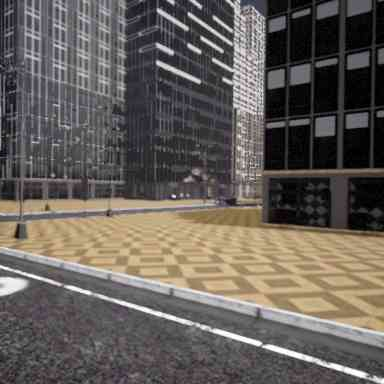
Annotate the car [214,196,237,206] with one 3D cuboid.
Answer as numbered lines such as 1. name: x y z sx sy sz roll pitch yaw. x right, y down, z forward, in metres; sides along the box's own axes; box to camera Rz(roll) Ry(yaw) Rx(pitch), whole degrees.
1. car: 5.394 1.420 52.682 2.128 1.511 4.902 1 0 38
